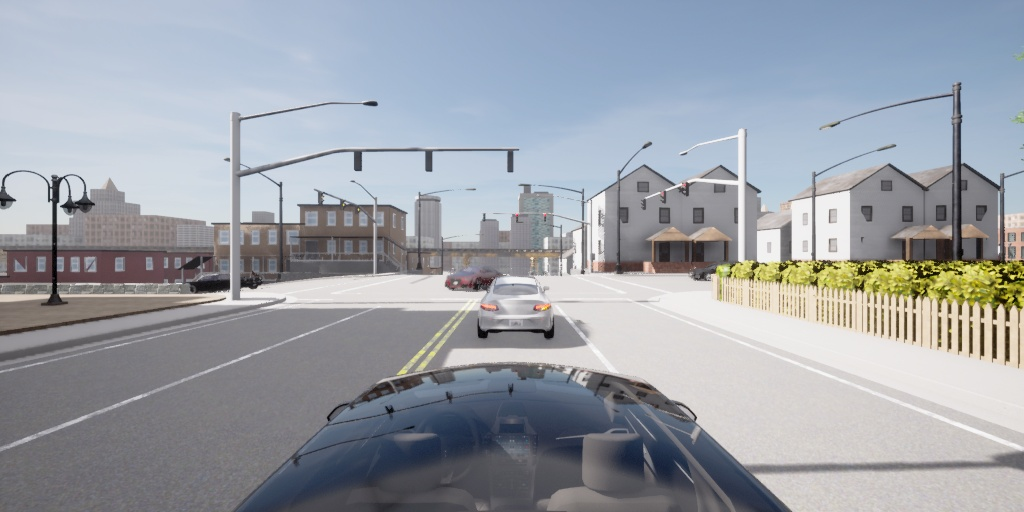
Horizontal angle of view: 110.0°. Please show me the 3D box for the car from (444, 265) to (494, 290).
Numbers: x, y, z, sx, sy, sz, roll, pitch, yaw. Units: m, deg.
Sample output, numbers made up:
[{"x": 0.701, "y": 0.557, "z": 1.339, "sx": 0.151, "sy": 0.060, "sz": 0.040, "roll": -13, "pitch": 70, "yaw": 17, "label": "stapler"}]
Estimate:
[{"x": -2.189, "y": 1.288, "z": 21.552, "sx": 1.994, "sy": 1.385, "sz": 4.181, "roll": 0, "pitch": 0, "yaw": 28, "label": "car"}]

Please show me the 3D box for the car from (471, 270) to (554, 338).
[{"x": 0.102, "y": 1.276, "z": 10.011, "sx": 1.812, "sy": 1.442, "sz": 4.674, "roll": 0, "pitch": 0, "yaw": 0, "label": "car"}]

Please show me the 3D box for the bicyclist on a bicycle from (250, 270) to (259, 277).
[{"x": -25.565, "y": 2.214, "z": 35.591, "sx": 0.582, "sy": 1.620, "sz": 1.656, "roll": -8, "pitch": 0, "yaw": 0, "label": "bicyclist on a bicycle"}]

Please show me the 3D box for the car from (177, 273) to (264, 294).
[{"x": -19.974, "y": 1.845, "z": 24.705, "sx": 4.718, "sy": 1.301, "sz": 1.895, "roll": -4, "pitch": 0, "yaw": -1, "label": "car"}]

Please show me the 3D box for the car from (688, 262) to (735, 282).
[{"x": 16.793, "y": 1.253, "z": 28.820, "sx": 4.892, "sy": 1.490, "sz": 1.837, "roll": -1, "pitch": 0, "yaw": -1, "label": "car"}]
